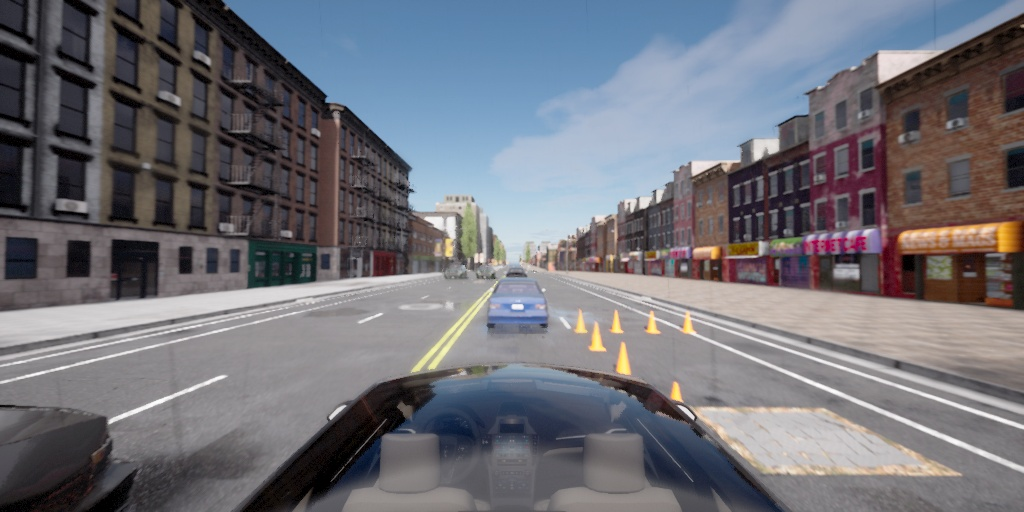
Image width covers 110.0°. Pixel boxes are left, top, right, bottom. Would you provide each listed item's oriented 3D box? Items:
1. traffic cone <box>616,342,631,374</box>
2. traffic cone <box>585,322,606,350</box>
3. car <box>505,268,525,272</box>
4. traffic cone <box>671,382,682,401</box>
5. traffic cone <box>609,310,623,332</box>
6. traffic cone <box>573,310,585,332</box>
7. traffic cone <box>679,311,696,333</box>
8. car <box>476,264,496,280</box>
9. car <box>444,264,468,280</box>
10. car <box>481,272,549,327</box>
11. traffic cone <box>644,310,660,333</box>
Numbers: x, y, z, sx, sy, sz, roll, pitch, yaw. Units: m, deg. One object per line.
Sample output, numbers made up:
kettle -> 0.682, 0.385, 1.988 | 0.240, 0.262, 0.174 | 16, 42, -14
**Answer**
traffic cone -> 1.886, 1.765, 6.084 | 0.340, 0.580, 0.340 | 0, 0, 1
traffic cone -> 1.906, 1.792, 8.083 | 0.340, 0.580, 0.340 | 0, 0, 1
car -> 0.366, 1.771, 32.095 | 1.837, 1.490, 4.892 | 0, -1, 1
traffic cone -> 1.867, 1.740, 4.084 | 0.340, 0.580, 0.340 | 0, 0, 1
traffic cone -> 2.924, 1.823, 10.074 | 0.340, 0.580, 0.340 | 0, 0, 1
traffic cone -> 1.924, 1.818, 10.083 | 0.340, 0.580, 0.340 | 0, 0, 1
traffic cone -> 4.924, 1.831, 10.054 | 0.340, 0.580, 0.340 | 0, 0, 1
car -> -2.977, 1.807, 41.836 | 2.097, 1.767, 4.553 | 0, -1, 1
car -> -6.244, 1.759, 40.239 | 2.097, 1.767, 4.553 | 0, -1, 1
car -> 0.176, 1.432, 12.024 | 2.033, 1.411, 5.357 | 0, -1, 1
traffic cone -> 3.924, 1.827, 10.064 | 0.340, 0.580, 0.340 | 0, 0, 1
